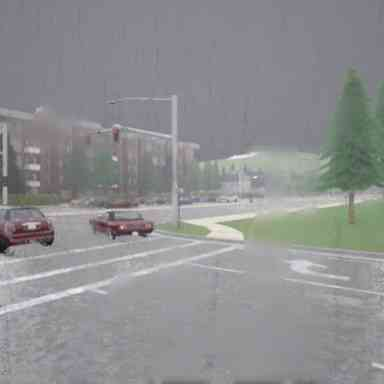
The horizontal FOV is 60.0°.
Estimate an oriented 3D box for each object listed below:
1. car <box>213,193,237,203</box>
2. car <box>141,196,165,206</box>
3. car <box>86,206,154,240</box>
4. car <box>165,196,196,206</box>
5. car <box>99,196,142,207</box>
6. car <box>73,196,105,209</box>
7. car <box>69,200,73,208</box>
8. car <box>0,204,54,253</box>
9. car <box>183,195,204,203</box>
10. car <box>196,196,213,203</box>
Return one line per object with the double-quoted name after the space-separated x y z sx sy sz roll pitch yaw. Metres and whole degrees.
7.049 1.215 66.308 2.150 2.045 5.566 0 1 35 "car"
-5.690 1.501 54.363 1.837 1.490 4.892 0 0 35 "car"
-3.740 1.600 16.985 1.895 1.301 4.718 0 0 -32 "car"
-1.802 1.525 53.808 1.812 1.442 4.674 0 1 35 "car"
-9.240 1.599 43.228 1.895 1.301 4.718 0 0 35 "car"
-12.873 1.351 44.139 2.097 1.767 4.553 0 0 35 "car"
-15.065 1.349 47.096 2.097 1.767 4.553 0 0 35 "car"
-7.801 1.350 13.856 4.553 1.767 2.097 0 0 36 "car"
0.360 1.475 68.945 1.882 1.535 5.008 0 0 35 "car"
3.209 1.496 66.937 2.128 1.511 4.902 0 0 35 "car"
